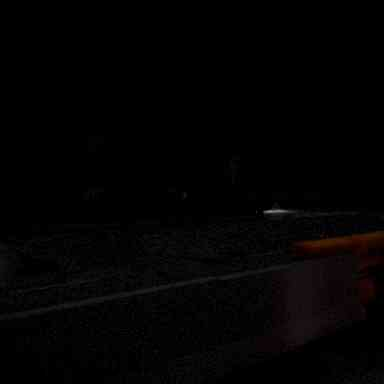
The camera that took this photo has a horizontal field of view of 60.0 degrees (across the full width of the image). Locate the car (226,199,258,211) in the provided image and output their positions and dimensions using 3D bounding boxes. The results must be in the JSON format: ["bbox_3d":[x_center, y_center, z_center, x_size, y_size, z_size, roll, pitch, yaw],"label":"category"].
[{"bbox_3d":[5.753,1.614,41.939,2.033,1.411,5.357,0,0,-35],"label":"car"}]

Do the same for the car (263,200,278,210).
[{"bbox_3d":[8.744,1.622,43.772,2.033,1.411,5.357,0,0,-35],"label":"car"}]
